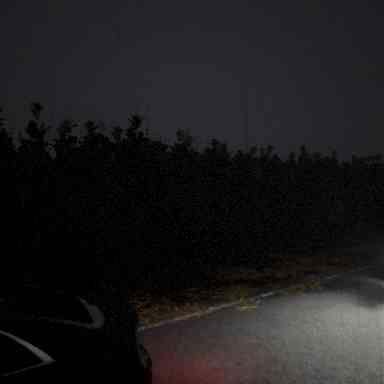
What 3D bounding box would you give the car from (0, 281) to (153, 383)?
[{"bbox_3d":[-2.621,1.514,2.119,4.892,1.490,1.837,0,0,-35],"label":"car"}]
